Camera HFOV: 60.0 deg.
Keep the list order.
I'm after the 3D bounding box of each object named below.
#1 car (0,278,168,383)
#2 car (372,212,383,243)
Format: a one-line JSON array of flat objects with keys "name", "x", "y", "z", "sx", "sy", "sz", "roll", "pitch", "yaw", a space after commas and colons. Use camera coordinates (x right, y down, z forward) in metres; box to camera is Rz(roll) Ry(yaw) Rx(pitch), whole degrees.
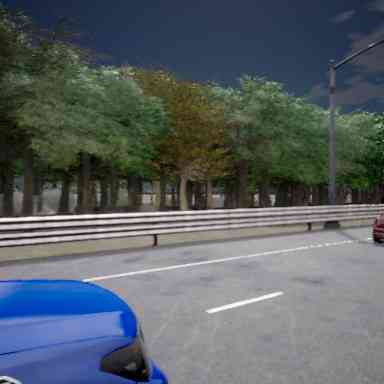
[{"name": "car", "x": -2.835, "y": 1.215, "z": 1.705, "sx": 5.566, "sy": 2.045, "sz": 2.150, "roll": 0, "pitch": 0, "yaw": -36}, {"name": "car", "x": 10.079, "y": 1.358, "z": 14.739, "sx": 4.553, "sy": 1.767, "sz": 2.097, "roll": 0, "pitch": 0, "yaw": -33}]
